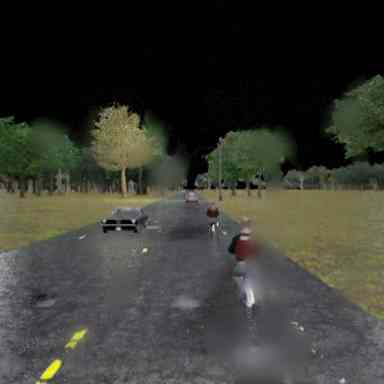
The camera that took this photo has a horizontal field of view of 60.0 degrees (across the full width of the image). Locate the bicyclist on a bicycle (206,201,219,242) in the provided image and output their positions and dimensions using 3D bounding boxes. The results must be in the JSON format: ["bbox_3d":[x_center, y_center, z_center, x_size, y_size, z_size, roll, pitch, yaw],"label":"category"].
[{"bbox_3d":[0.945,1.299,15.080,0.659,1.776,1.843,0,0,0],"label":"bicyclist on a bicycle"}]

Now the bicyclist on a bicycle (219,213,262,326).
[{"bbox_3d":[0.954,1.341,6.114,0.659,1.776,1.843,0,0,0],"label":"bicyclist on a bicycle"}]

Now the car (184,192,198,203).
[{"bbox_3d":[0.039,1.136,56.574,1.994,1.385,4.181,0,1,0],"label":"car"}]

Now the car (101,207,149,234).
[{"bbox_3d":[-3.618,1.509,18.622,1.895,1.301,4.718,0,0,0],"label":"car"}]
